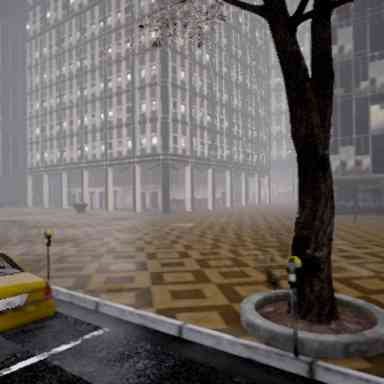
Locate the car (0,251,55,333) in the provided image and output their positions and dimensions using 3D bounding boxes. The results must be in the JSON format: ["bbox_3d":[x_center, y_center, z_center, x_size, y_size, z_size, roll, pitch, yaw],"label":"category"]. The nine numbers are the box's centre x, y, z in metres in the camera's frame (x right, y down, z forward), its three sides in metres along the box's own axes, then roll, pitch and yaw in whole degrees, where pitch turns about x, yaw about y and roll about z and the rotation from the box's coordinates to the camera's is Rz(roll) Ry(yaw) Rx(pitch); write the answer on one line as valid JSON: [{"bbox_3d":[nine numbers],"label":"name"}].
[{"bbox_3d":[-4.457,1.540,6.068,4.829,1.417,1.752,0,-1,36],"label":"car"}]
